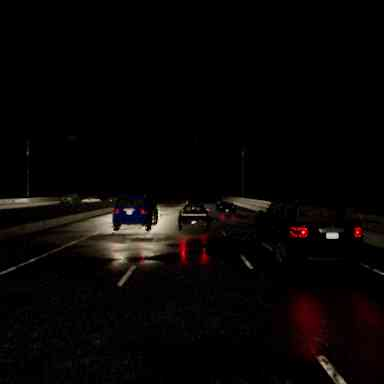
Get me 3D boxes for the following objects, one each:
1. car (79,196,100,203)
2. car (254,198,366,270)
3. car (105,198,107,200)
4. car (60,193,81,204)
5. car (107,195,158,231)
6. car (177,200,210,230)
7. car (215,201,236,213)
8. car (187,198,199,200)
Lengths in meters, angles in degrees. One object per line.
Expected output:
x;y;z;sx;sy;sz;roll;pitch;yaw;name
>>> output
-17.527;1.589;57.896;1.895;1.301;4.718;0;0;1;car
3.602;1.220;11.216;2.150;2.045;5.566;0;0;0;car
-14.035;1.491;58.063;1.837;1.490;4.892;0;0;1;car
-21.023;1.209;58.111;2.150;2.045;5.566;0;0;1;car
-3.398;1.219;20.767;2.150;2.045;5.566;0;0;0;car
0.103;1.489;21.013;2.128;1.511;4.902;0;0;0;car
3.606;1.594;36.474;1.895;1.301;4.718;0;0;0;car
0.106;1.498;37.805;1.837;1.490;4.892;0;0;0;car
